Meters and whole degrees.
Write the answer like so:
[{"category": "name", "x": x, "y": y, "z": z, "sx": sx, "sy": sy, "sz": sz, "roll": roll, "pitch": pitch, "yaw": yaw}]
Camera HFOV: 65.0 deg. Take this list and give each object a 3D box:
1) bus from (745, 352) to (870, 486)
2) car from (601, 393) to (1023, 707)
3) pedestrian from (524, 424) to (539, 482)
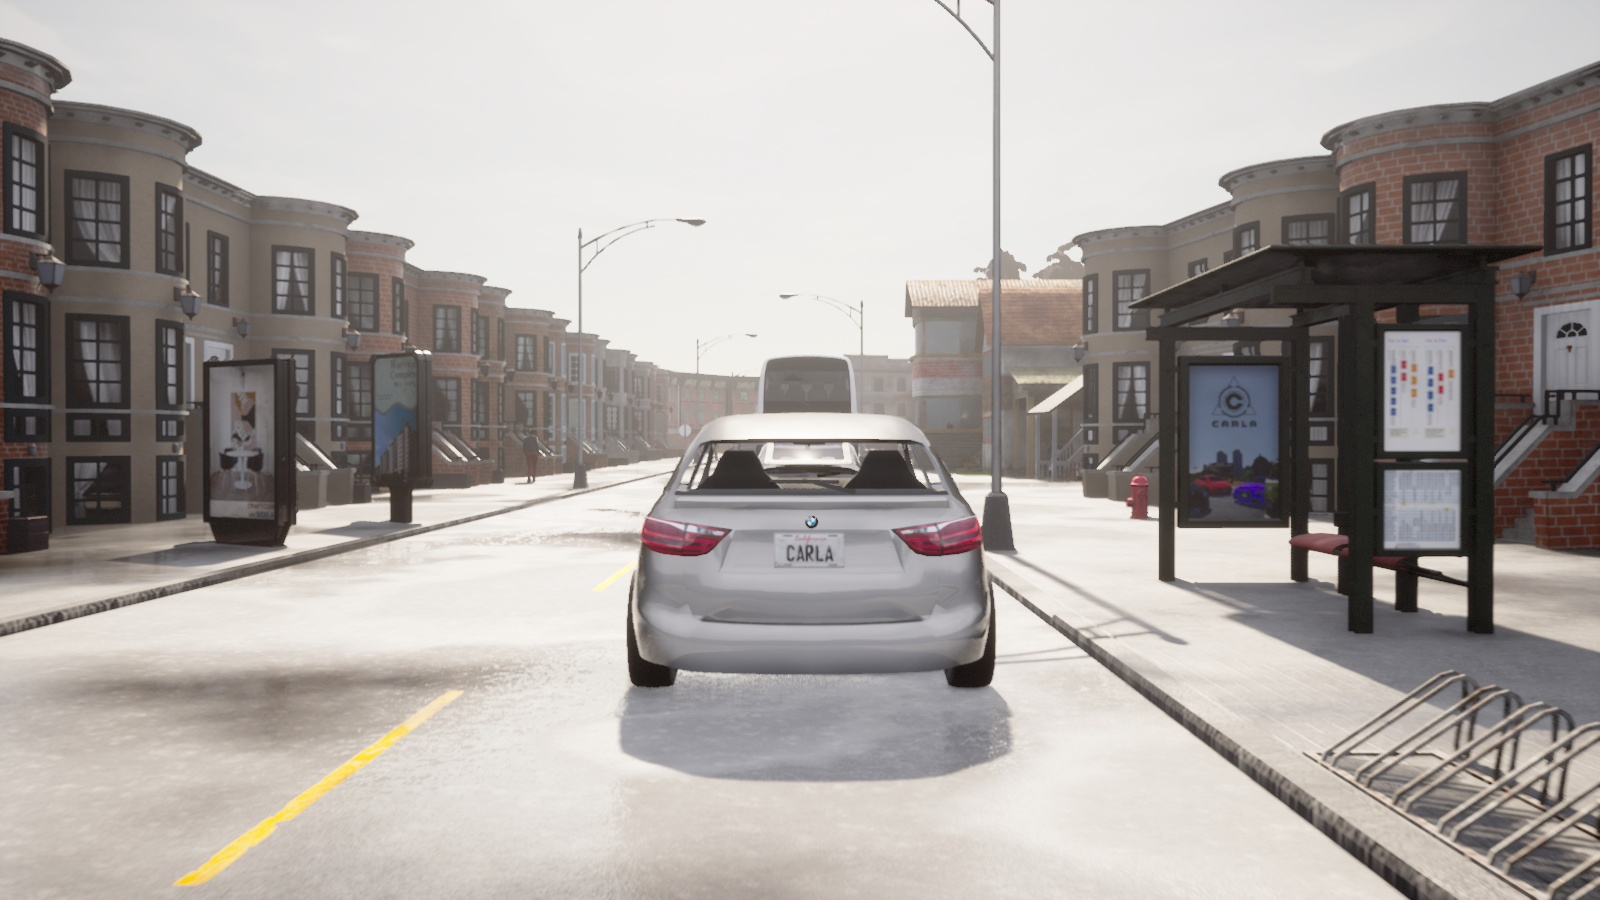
[{"category": "bus", "x": 0.266, "y": -1.018, "z": 44.980, "sx": 3.944, "sy": 4.253, "sz": 10.273, "roll": 0, "pitch": 0, "yaw": 0}, {"category": "car", "x": 0.067, "y": 0.513, "z": 8.992, "sx": 2.242, "sy": 1.667, "sz": 4.611, "roll": 0, "pitch": 1, "yaw": 0}, {"category": "pedestrian", "x": -8.651, "y": 0.099, "z": 40.473, "sx": 0.353, "sy": 1.847, "sz": 0.614, "roll": 0, "pitch": 0, "yaw": 0}]
